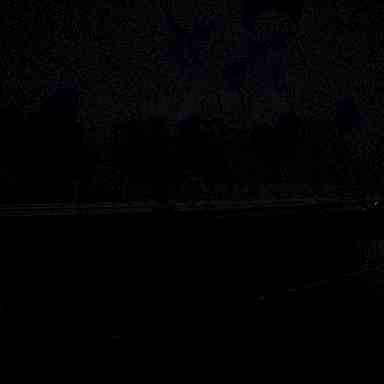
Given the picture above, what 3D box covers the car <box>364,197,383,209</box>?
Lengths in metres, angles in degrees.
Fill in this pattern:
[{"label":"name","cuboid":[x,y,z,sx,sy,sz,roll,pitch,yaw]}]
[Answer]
[{"label":"car","cuboid":[23.825,1.334,42.464,4.674,1.442,1.812,-1,1,-35]}]
